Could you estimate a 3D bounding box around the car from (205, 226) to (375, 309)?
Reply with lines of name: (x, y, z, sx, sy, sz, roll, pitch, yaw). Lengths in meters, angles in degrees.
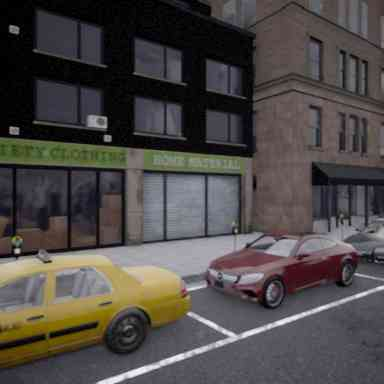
car: (2.241, 1.584, 7.784, 4.206, 1.307, 1.802, 0, 0, -35)

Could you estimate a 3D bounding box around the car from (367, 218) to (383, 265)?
car: (6.650, 1.554, 10.925, 4.403, 1.369, 2.008, 0, 0, -35)

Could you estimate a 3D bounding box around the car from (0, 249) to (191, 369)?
car: (-2.305, 1.526, 4.545, 4.829, 1.417, 1.752, 0, 0, -35)
